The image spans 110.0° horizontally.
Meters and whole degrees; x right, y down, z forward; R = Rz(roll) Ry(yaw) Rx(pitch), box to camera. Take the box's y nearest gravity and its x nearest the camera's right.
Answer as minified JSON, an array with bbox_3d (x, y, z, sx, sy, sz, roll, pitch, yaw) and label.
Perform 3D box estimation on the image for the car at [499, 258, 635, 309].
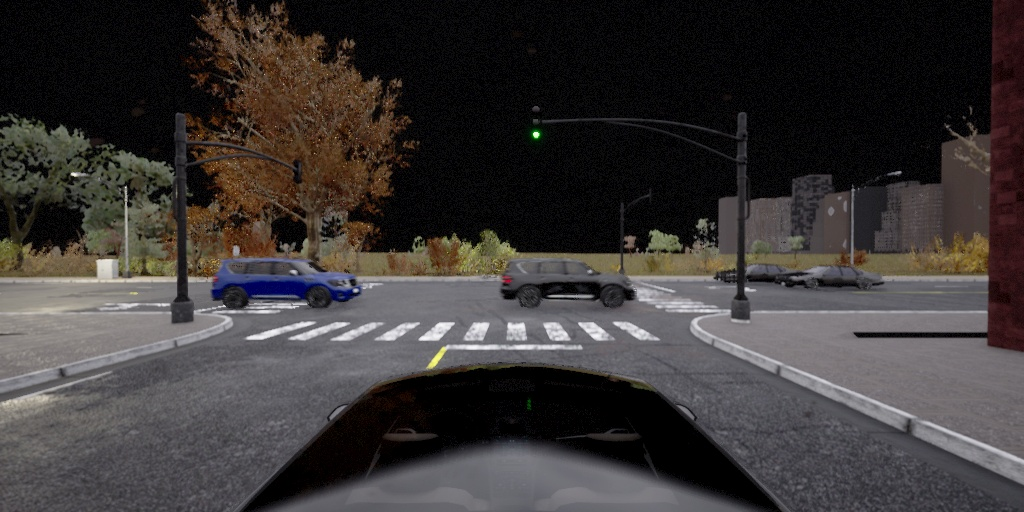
[{"bbox_3d":[2.233,1.106,15.153,5.566,2.045,2.150,0,1,0],"label":"car"}]

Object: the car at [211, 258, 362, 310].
[{"bbox_3d":[-9.375,1.105,15.116,5.566,2.045,2.150,0,1,-1],"label":"car"}]

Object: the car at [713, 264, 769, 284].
[{"bbox_3d":[17.051,1.248,24.851,5.357,1.411,2.033,0,1,1],"label":"car"}]

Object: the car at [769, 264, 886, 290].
[{"bbox_3d":[19.021,1.284,21.565,5.357,1.411,2.033,0,1,1],"label":"car"}]
